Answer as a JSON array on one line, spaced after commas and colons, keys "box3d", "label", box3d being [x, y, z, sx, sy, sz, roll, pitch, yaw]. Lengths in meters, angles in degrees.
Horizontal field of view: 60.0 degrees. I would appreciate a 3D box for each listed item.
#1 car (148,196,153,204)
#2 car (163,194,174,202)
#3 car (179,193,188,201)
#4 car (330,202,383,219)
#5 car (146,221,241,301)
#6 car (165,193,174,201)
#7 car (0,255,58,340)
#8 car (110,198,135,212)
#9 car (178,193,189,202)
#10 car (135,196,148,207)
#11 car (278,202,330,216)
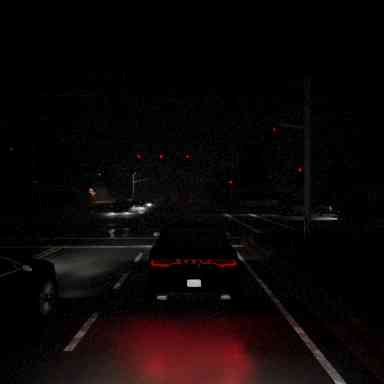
[{"box3d": [-8.723, 1.492, 65.323, 2.128, 1.511, 4.902, 0, 0, -1], "label": "car"}, {"box3d": [-5.422, 1.533, 74.583, 2.033, 1.411, 5.357, 0, 0, -1], "label": "car"}, {"box3d": [-2.190, 1.225, 85.017, 2.150, 2.045, 5.566, 0, 0, -1], "label": "car"}, {"box3d": [14.759, 1.564, 29.002, 4.181, 1.385, 1.994, 0, 0, -2], "label": "car"}, {"box3d": [0.000, 1.478, 8.420, 1.882, 1.535, 5.008, 0, 0, -1], "label": "car"}, {"box3d": [-5.695, 1.270, 85.188, 2.097, 1.767, 4.553, 0, 0, -1], "label": "car"}, {"box3d": [-3.468, 1.492, 4.428, 2.128, 1.511, 4.902, 0, 0, 0], "label": "car"}, {"box3d": [-8.040, 1.526, 38.114, 1.812, 1.442, 4.674, 0, 0, -2], "label": "car"}, {"box3d": [-1.907, 1.225, 74.284, 2.150, 2.045, 5.566, 0, 0, -1], "label": "car"}, {"box3d": [-8.420, 1.601, 51.592, 1.895, 1.301, 4.718, 0, 0, -1], "label": "car"}, {"box3d": [10.863, 1.601, 32.391, 4.718, 1.301, 1.895, 0, 0, -2], "label": "car"}]
